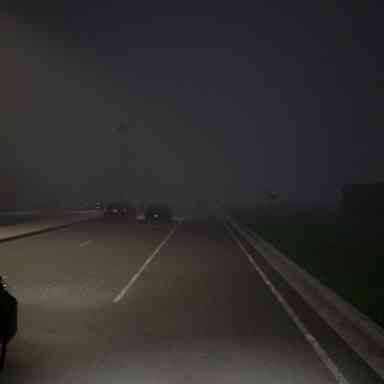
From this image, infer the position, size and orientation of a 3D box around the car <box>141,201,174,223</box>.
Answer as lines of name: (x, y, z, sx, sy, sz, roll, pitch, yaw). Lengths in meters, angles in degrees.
car: (-2.607, 1.662, 27.319, 1.882, 1.535, 5.008, 0, 0, 2)

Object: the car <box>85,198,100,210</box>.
car: (-13.576, 1.690, 47.382, 2.097, 1.767, 4.553, 0, 0, 2)

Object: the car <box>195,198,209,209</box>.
car: (1.611, 1.716, 53.038, 2.097, 1.767, 4.553, 0, 0, 2)

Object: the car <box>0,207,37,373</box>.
car: (-3.357, 1.230, 1.932, 2.150, 2.045, 5.566, 0, -1, 1)

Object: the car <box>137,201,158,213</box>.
car: (-5.637, 1.851, 42.908, 1.994, 1.385, 4.181, 0, 0, 2)

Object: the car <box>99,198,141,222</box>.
car: (-6.065, 1.542, 28.673, 2.097, 1.767, 4.553, 0, 0, 2)

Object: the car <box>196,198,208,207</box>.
car: (1.899, 1.918, 62.146, 2.128, 1.511, 4.902, 0, 0, 2)

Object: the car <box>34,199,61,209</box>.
car: (-20.575, 1.703, 47.543, 1.895, 1.301, 4.718, 0, 0, 2)
